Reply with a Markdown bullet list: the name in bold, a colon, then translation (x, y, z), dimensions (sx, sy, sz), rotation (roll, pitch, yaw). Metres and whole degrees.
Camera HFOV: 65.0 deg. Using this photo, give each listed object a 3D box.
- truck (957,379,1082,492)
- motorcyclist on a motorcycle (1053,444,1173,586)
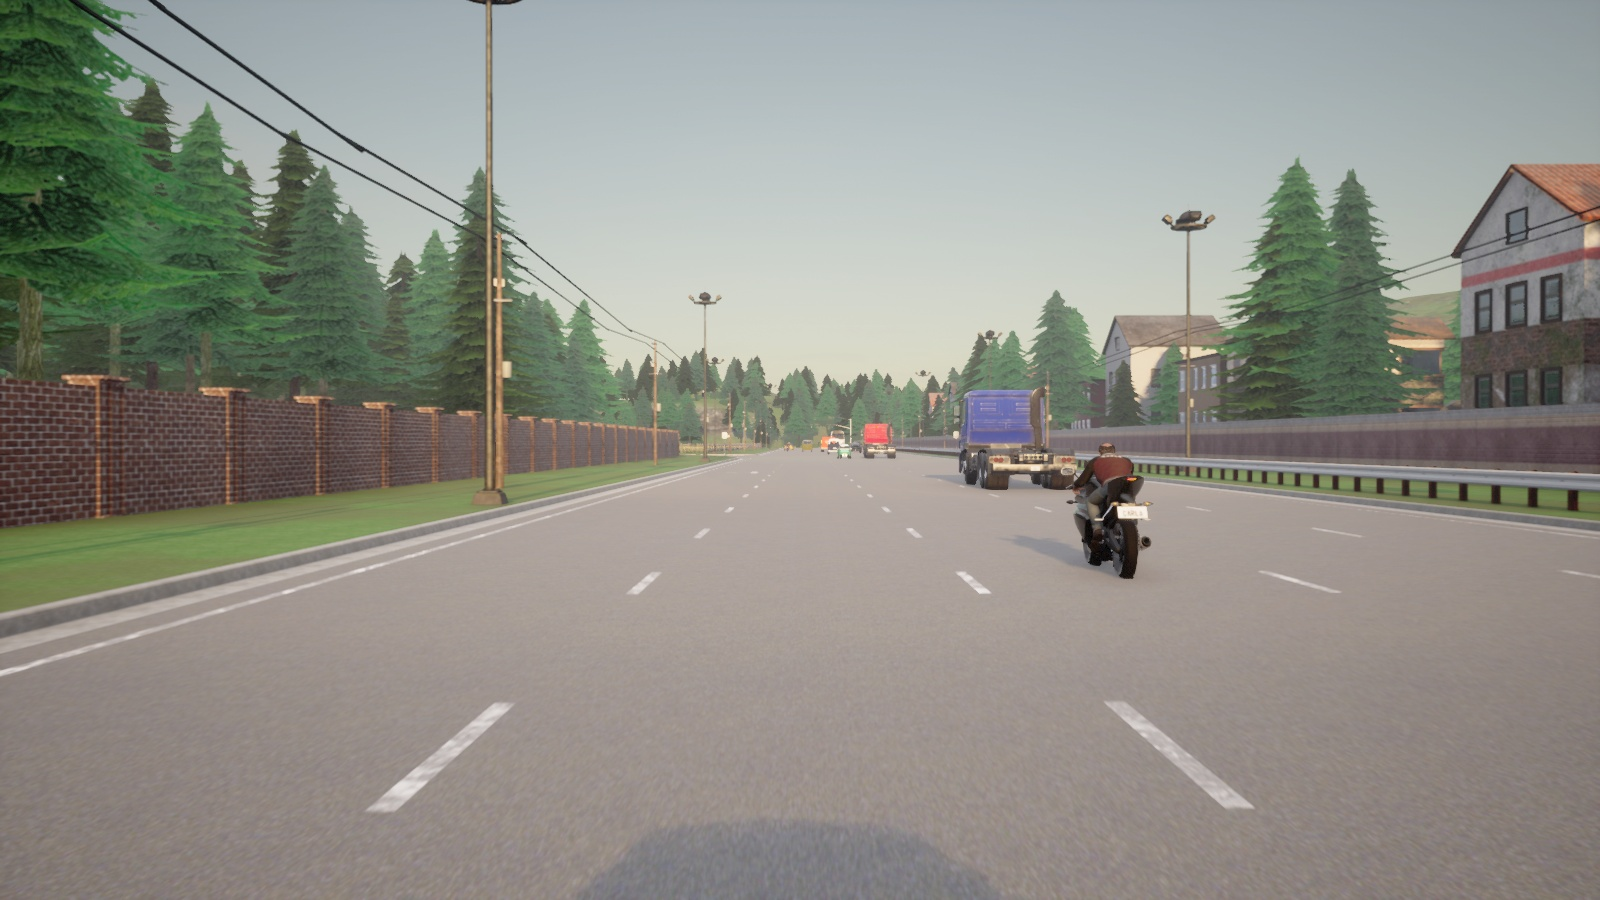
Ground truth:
- **truck**: translation (7.259, -0.470, 42.608), dimensions (2.891, 3.462, 7.936), rotation (0, 0, 0)
- **motorcyclist on a motorcycle**: translation (3.599, 0.702, 14.666), dimensions (0.866, 1.530, 2.191), rotation (0, 0, 0)
